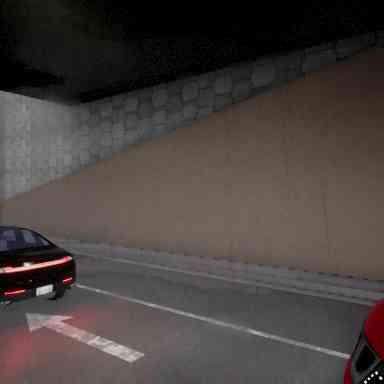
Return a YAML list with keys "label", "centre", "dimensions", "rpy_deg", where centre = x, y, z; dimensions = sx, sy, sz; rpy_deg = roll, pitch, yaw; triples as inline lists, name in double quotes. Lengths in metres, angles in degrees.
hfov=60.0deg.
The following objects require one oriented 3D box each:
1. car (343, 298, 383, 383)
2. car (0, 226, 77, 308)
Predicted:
- label: "car"
  centre: [3.644, 1.221, 1.345]
  dimensions: [5.566, 2.045, 2.150]
  rpy_deg: [0, 0, 35]
- label: "car"
  centre: [-4.533, 1.492, 7.202]
  dimensions: [4.902, 1.511, 2.128]
  rpy_deg: [0, 0, 36]
